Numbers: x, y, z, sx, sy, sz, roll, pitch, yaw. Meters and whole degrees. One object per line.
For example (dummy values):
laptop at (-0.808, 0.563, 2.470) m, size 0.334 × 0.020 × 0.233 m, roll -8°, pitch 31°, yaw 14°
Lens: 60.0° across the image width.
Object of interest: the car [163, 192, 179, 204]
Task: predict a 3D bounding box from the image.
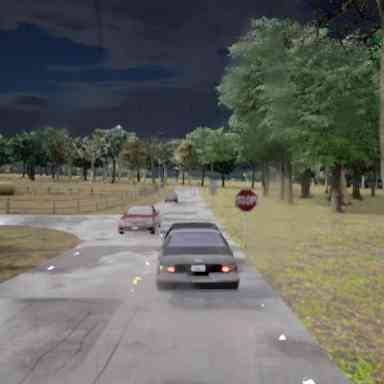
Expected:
car at (-2.797, 0.786, 45.659) m, size 1.837 × 1.490 × 4.892 m, roll 0°, pitch 2°, yaw 0°

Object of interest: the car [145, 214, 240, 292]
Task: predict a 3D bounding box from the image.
car at (0.053, 1.530, 9.020) m, size 2.033 × 1.411 × 5.357 m, roll 0°, pitch 0°, yaw -2°

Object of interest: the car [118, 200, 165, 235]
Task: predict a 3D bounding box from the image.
car at (-2.759, 1.420, 18.384) m, size 1.812 × 1.442 × 4.674 m, roll 0°, pitch 2°, yaw 0°
